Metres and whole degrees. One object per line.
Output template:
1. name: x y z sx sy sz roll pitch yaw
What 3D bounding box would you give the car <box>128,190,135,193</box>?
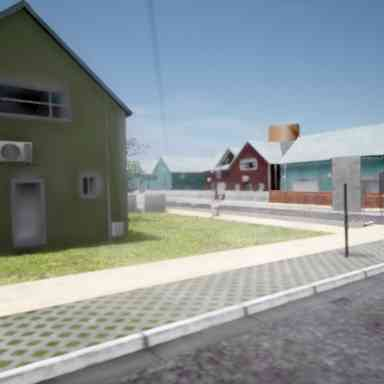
1. car: -9.056 0.537 47.994 2.097 1.767 4.553 -2 2 -35
